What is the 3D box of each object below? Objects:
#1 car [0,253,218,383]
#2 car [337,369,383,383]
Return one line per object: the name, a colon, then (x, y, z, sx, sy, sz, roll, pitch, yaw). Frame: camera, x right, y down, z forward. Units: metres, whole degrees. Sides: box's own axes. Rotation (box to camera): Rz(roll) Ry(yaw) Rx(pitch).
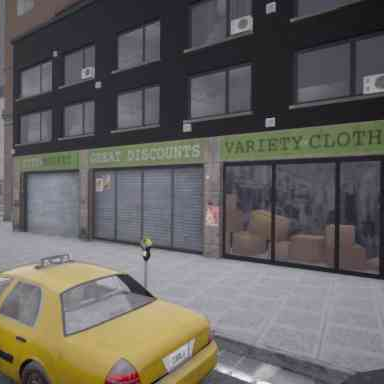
car: (-2.003, 1.524, 4.510, 4.829, 1.417, 1.752, 0, 1, 35)
car: (2.689, 1.551, 1.177, 4.403, 1.369, 2.008, 0, 1, 35)
